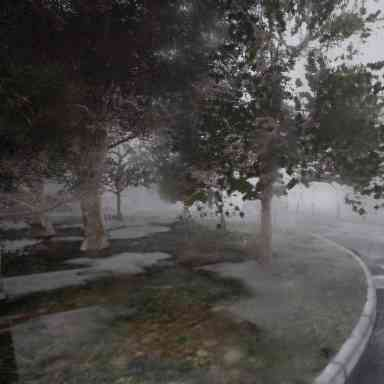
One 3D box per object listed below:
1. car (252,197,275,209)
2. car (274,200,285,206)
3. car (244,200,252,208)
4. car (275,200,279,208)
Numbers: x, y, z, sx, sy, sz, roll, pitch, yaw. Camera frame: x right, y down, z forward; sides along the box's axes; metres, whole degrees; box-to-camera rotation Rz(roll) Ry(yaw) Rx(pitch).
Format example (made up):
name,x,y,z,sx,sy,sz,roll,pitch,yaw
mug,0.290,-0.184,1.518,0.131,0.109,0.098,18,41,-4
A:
name,x,y,z,sx,sy,sz,roll,pitch,yaw
car,10.741,1.522,49.726,2.150,2.045,5.566,-1,-2,16
car,21.201,2.647,80.038,2.128,1.511,4.902,-1,-2,20
car,10.604,2.105,60.072,1.882,1.535,5.008,-1,-2,20
car,13.990,2.176,59.928,2.033,1.411,5.357,-1,-2,20
